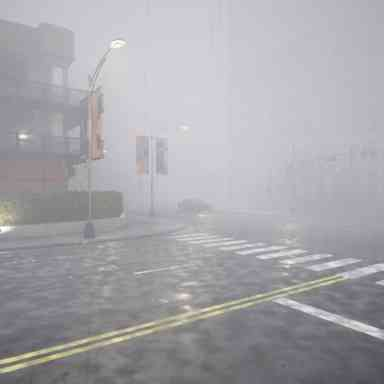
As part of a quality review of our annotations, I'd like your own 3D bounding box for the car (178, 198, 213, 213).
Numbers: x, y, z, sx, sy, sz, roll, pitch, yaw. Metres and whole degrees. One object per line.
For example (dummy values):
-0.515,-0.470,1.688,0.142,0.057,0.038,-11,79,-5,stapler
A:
0.300,1.478,37.145,1.882,1.535,5.008,0,0,-35,car
